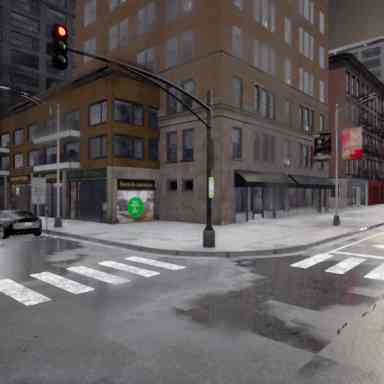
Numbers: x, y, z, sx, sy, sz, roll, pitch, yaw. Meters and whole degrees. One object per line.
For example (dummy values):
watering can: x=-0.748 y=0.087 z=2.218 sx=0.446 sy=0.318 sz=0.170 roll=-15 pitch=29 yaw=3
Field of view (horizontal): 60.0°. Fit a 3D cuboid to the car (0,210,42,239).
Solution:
car: x=-9.326 y=1.577 z=17.252 sx=4.313 sy=1.339 sz=1.947 roll=0 pitch=0 yaw=43
